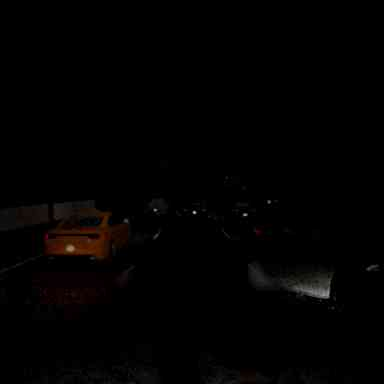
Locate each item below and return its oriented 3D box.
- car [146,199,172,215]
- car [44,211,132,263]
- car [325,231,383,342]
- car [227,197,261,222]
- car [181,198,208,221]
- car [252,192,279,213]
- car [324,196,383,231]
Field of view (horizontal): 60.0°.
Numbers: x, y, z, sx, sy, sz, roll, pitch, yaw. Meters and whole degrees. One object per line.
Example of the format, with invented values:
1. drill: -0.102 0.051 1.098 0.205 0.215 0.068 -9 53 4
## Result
1. car: -3.130 1.358 31.389 1.812 1.442 4.674 0 0 2
2. car: -3.401 1.414 11.777 1.882 1.535 5.008 0 0 0
3. car: 3.599 1.539 4.650 1.994 1.385 4.181 0 0 0
4. car: 3.701 1.392 25.184 1.812 1.442 4.674 0 0 1
5. car: 0.215 1.426 25.632 1.994 1.385 4.181 0 0 1
6. car: 7.481 1.038 34.465 2.150 2.045 5.566 0 0 2
7. car: 7.099 1.153 12.886 2.150 2.045 5.566 0 0 0
